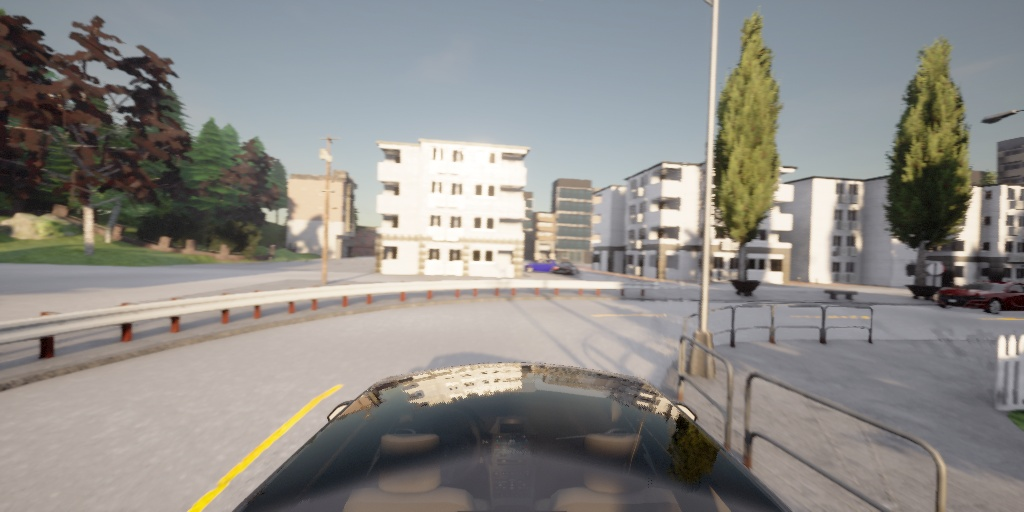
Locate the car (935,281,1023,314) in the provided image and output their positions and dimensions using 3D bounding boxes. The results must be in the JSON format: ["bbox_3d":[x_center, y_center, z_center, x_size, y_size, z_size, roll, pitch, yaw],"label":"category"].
[{"bbox_3d":[23.623,1.964,17.532,5.008,1.535,1.882,2,0,-7],"label":"car"}]
